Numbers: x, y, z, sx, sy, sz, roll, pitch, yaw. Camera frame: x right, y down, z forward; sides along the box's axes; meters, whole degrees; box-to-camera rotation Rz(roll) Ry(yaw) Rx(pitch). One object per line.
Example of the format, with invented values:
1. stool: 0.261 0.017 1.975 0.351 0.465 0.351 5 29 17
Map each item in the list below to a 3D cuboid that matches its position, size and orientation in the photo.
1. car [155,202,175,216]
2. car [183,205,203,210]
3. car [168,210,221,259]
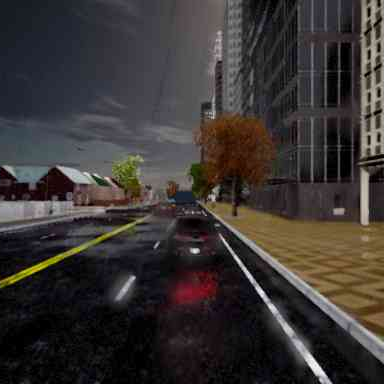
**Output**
1. car: -3.165 1.906 39.204 2.097 1.767 4.553 0 -1 0
2. car: 0.087 2.006 32.783 2.033 1.411 5.357 0 -1 0
3. car: 0.095 1.689 13.329 1.837 1.490 4.892 0 0 0
